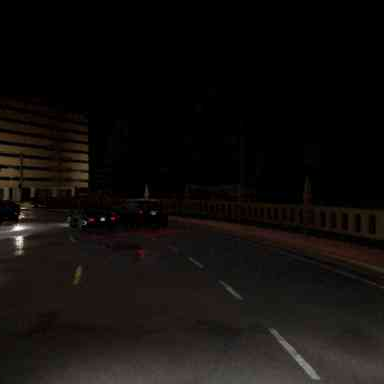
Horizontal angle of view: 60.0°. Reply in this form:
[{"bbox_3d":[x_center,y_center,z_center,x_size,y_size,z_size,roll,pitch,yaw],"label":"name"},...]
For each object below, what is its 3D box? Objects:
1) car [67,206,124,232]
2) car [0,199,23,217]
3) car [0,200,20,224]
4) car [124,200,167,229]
[{"bbox_3d":[-6.225,1.552,20.342,2.033,1.411,5.357,0,0,-32],"label":"car"},{"bbox_3d":[-19.020,1.541,32.905,5.008,1.535,1.882,-1,0,35],"label":"car"},{"bbox_3d":[-14.535,1.527,24.682,5.008,1.535,1.882,0,0,43],"label":"car"},{"bbox_3d":[-3.431,1.337,22.036,2.097,1.767,4.553,-1,0,-31],"label":"car"}]
